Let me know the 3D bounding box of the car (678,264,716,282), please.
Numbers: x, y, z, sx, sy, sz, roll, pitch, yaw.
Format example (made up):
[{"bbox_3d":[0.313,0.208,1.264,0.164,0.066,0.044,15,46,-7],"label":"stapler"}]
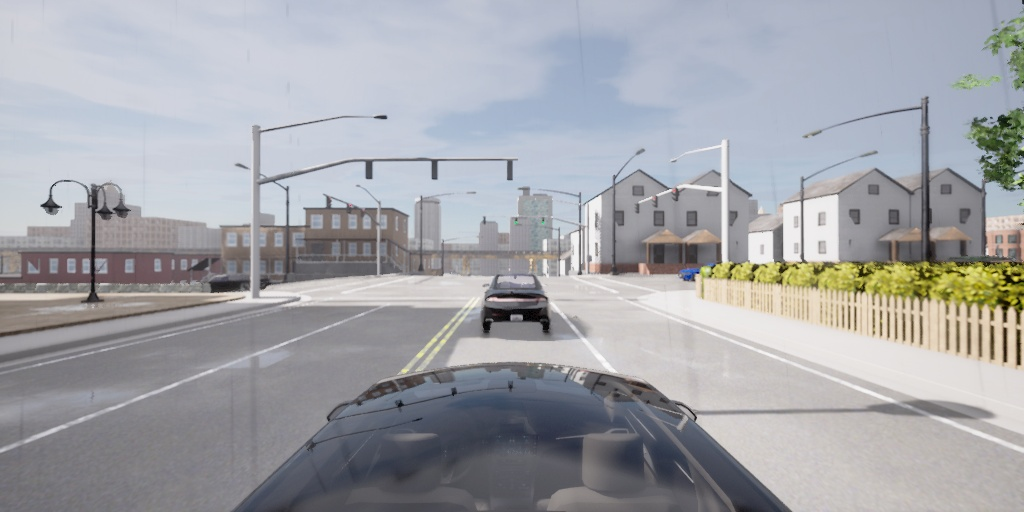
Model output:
[{"bbox_3d":[16.627,1.384,30.096,5.008,1.535,1.882,0,0,-1],"label":"car"}]

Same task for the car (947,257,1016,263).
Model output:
[{"bbox_3d":[35.573,1.109,26.655,5.566,2.045,2.150,0,0,-1],"label":"car"}]

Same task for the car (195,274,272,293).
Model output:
[{"bbox_3d":[-20.176,1.991,25.888,4.718,1.301,1.895,-4,0,-1],"label":"car"}]

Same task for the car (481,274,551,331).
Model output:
[{"bbox_3d":[0.104,1.294,11.146,2.128,1.511,4.902,0,0,0],"label":"car"}]
